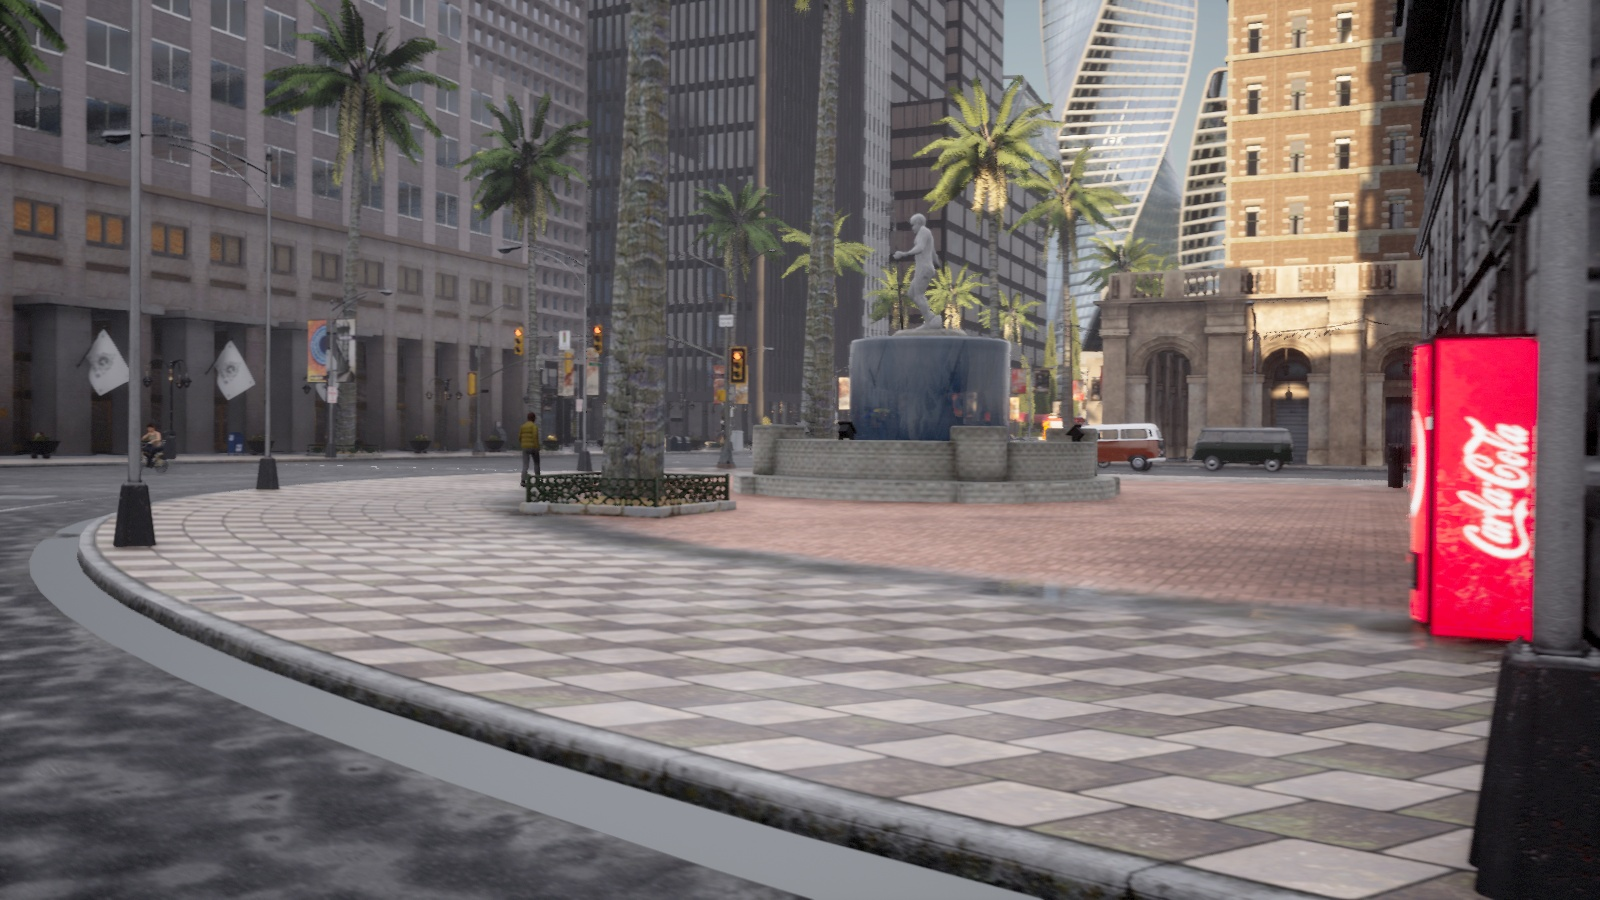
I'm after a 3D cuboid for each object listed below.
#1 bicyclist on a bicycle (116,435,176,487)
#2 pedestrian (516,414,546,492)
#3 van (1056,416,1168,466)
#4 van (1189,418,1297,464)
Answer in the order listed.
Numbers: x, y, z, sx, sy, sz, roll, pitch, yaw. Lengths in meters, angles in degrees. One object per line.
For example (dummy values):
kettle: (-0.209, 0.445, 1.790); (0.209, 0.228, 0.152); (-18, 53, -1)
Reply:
bicyclist on a bicycle: (-20.995, 0.332, 40.355); (0.866, 1.612, 1.509); (0, 1, 20)
pedestrian: (-6.355, 0.065, 29.651); (0.370, 1.835, 0.726); (0, 1, 16)
van: (13.836, -0.382, 55.701); (4.480, 2.038, 2.069); (-2, 0, 25)
van: (19.987, -0.405, 56.699); (4.442, 1.987, 1.775); (0, 1, 25)
